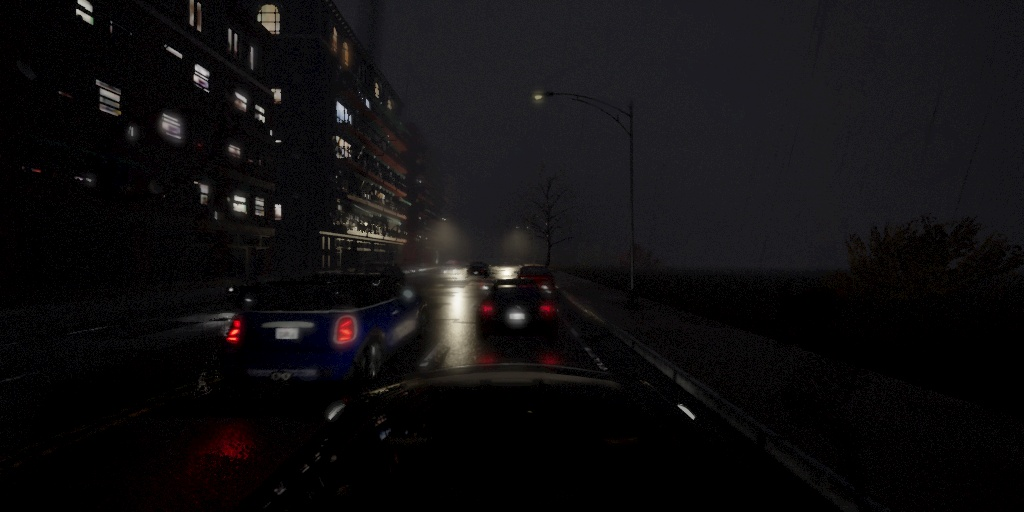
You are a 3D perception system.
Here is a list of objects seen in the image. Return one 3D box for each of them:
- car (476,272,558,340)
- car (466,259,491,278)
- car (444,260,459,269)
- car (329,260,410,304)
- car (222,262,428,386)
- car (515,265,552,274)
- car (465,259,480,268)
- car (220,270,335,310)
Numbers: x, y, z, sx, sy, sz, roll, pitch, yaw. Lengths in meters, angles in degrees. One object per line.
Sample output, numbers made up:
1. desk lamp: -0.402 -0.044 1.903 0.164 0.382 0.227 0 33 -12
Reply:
1. car: 0.109 1.315 9.996 1.994 1.385 4.181 0 0 0
2. car: -3.120 1.278 33.547 1.812 1.442 4.674 0 0 0
3. car: -9.781 1.352 57.977 1.895 1.301 4.718 0 0 0
4. car: -6.586 1.104 17.211 2.097 1.767 4.553 0 0 0
5. car: -3.146 1.104 7.151 2.097 1.767 4.553 0 0 0
6. car: 1.153 1.230 18.916 1.882 1.535 5.008 0 0 0
7. car: -6.521 1.228 60.038 1.882 1.535 5.008 0 0 0
8. car: -9.838 1.353 15.602 1.895 1.301 4.718 0 0 0
